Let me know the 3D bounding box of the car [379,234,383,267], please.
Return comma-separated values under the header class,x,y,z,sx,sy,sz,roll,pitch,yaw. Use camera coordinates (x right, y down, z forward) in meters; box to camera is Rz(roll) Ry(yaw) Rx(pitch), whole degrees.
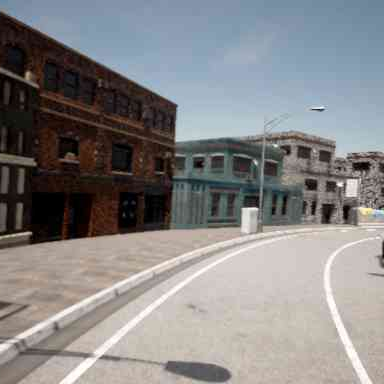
class,x,y,z,sx,sy,sz,roll,pitch,yaw
car,8.793,2.228,13.456,1.837,1.490,4.892,4,-1,29
